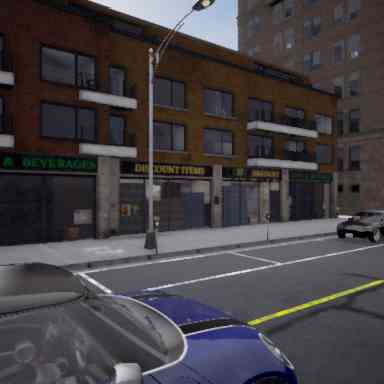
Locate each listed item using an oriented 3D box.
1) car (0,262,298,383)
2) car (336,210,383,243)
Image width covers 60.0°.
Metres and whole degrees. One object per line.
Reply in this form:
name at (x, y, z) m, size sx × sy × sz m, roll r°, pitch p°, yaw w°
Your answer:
car at (-1.275, 1.351, 2.370) m, size 4.553 × 1.767 × 2.097 m, roll 0°, pitch 0°, yaw -36°
car at (8.836, 1.566, 16.200) m, size 4.313 × 1.339 × 1.947 m, roll 0°, pitch 0°, yaw -35°
